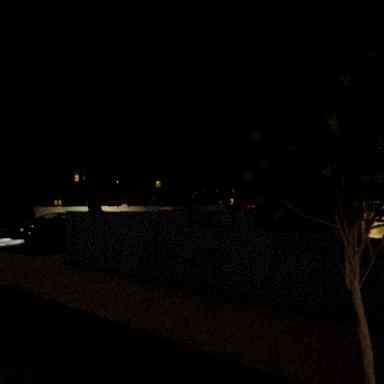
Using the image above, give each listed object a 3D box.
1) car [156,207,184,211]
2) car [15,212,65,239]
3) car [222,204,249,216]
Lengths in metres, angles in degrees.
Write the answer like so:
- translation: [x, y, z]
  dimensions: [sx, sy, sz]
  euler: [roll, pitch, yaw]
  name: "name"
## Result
- translation: [-2.107, 2.026, 27.599]
  dimensions: [1.882, 1.535, 5.008]
  euler: [-1, -2, 35]
  name: "car"
- translation: [-7.954, 1.885, 19.418]
  dimensions: [1.994, 1.385, 4.181]
  euler: [-1, -2, 35]
  name: "car"
- translation: [4.632, 2.164, 37.021]
  dimensions: [2.097, 1.767, 4.553]
  euler: [-1, -2, 36]
  name: "car"
